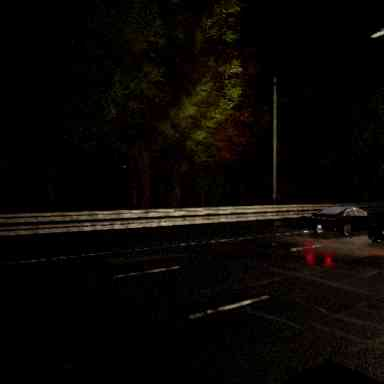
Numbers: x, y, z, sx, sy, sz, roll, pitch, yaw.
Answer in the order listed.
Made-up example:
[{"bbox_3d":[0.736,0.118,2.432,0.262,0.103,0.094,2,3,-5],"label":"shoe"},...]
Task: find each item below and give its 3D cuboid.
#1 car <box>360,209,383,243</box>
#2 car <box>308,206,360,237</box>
[{"bbox_3d":[10.000,1.532,15.172,5.008,1.535,1.882,0,0,-35],"label":"car"},{"bbox_3d":[8.486,1.548,18.391,4.902,1.511,2.128,0,0,-35],"label":"car"}]
